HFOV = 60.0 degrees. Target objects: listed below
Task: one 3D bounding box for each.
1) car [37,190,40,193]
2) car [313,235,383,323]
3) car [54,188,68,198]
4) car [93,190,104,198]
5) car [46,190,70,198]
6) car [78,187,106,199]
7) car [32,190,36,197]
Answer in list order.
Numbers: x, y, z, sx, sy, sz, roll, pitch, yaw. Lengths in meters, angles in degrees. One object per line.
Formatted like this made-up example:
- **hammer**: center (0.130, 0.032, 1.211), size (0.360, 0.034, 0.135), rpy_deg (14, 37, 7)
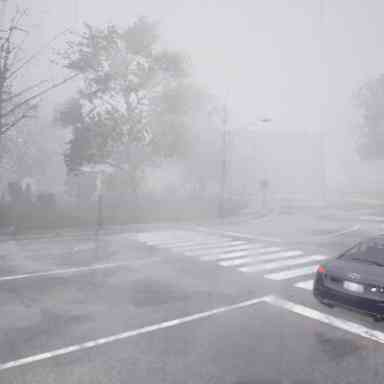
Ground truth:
- **car**: center (-30.832, 0.394, 72.770), size (2.097, 1.535, 5.008), rpy_deg (0, 2, 18)
- **car**: center (4.416, 1.599, 6.851), size (4.181, 1.385, 1.994), rpy_deg (0, 0, -35)
- **car**: center (-26.171, 0.207, 69.051), size (2.435, 2.045, 5.566), rpy_deg (0, 2, 18)
- **car**: center (-16.767, 0.459, 61.659), size (1.946, 1.575, 5.366), rpy_deg (-1, 2, 17)
- **car**: center (-28.510, 0.432, 70.918), size (2.231, 1.521, 4.892), rpy_deg (-1, 2, 18)
- **car**: center (-19.096, 0.220, 63.662), size (2.435, 2.045, 5.566), rpy_deg (-1, 1, 17)
- **car**: center (-37.779, 0.263, 78.351), size (2.097, 1.535, 5.008), rpy_deg (0, 2, 19)
